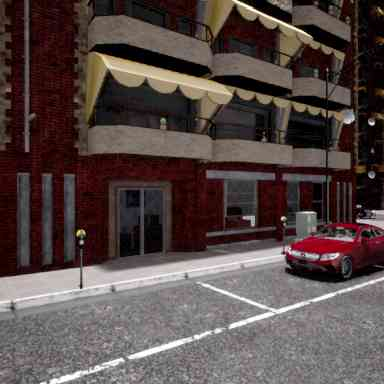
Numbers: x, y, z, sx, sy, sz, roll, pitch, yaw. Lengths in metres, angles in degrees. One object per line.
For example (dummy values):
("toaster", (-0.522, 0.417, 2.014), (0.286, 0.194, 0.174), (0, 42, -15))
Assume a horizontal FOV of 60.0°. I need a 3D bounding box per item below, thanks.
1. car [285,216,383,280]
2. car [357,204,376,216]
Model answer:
("car", (4.594, 1.582, 9.888), (4.206, 1.307, 1.802), (0, 0, -35))
("car", (15.537, 1.806, 32.935), (2.128, 1.511, 4.902), (0, -1, -36))
